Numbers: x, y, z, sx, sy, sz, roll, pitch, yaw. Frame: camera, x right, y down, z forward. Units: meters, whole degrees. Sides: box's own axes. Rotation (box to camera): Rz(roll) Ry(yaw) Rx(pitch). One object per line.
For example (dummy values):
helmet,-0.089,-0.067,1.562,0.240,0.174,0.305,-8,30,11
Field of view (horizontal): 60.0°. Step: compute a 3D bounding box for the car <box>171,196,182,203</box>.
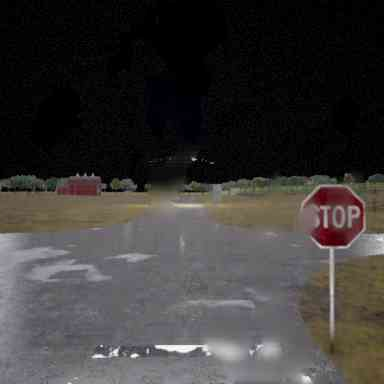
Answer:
car,-3.022,1.520,65.358,1.994,1.385,4.181,0,0,0
